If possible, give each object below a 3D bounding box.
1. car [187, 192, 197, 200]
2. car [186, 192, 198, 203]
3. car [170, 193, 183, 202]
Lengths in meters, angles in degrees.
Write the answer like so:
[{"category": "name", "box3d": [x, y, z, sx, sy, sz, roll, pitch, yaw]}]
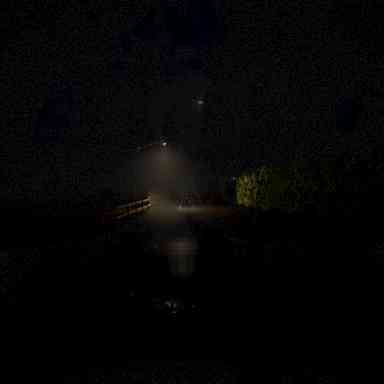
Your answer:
[{"category": "car", "box3d": [0.004, 0.745, 64.821, 2.033, 1.411, 5.357, 0, 2, 0]}, {"category": "car", "box3d": [0.003, 0.995, 54.407, 1.837, 1.490, 4.892, 0, 1, 0]}, {"category": "car", "box3d": [-2.747, 0.880, 58.995, 1.837, 1.490, 4.892, 0, 2, 0]}]
